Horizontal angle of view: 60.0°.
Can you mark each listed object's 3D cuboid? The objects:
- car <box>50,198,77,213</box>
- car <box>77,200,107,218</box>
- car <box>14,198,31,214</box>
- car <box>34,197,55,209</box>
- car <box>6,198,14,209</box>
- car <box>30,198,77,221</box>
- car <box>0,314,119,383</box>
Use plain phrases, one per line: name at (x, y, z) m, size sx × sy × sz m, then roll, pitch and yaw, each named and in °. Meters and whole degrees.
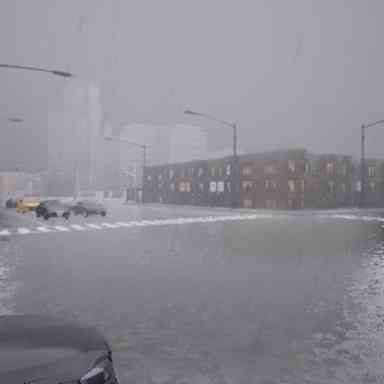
car at (-14.820, 1.512, 38.258) m, size 1.812 × 1.442 × 4.674 m, roll 0°, pitch 0°, yaw -36°
car at (-9.451, 1.493, 30.706) m, size 1.837 × 1.490 × 4.892 m, roll 0°, pitch 0°, yaw -36°
car at (-17.634, 1.468, 36.157) m, size 1.882 × 1.535 × 5.008 m, roll 0°, pitch 0°, yaw -36°
car at (-20.720, 1.514, 46.547) m, size 1.812 × 1.442 × 4.674 m, roll 0°, pitch 0°, yaw -36°
car at (-23.765, 1.539, 44.792) m, size 2.033 × 1.411 × 5.357 m, roll 0°, pitch 0°, yaw -35°
car at (-11.648, 1.484, 27.756) m, size 2.128 × 1.511 × 4.902 m, roll 0°, pitch 0°, yaw -35°
car at (-2.776, 1.527, 2.084) m, size 4.674 × 1.442 × 1.812 m, roll 0°, pitch 0°, yaw -39°
